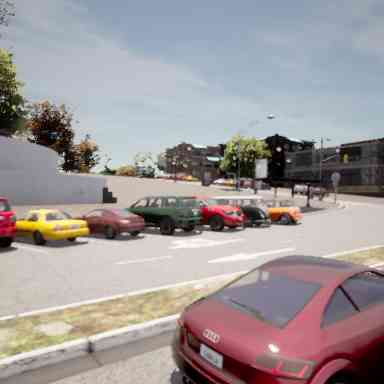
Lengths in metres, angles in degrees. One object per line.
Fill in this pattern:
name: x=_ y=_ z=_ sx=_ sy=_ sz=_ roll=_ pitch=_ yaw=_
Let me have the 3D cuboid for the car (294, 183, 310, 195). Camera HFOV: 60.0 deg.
car: x=18.649 y=-0.512 z=54.867 sx=2.435 sy=2.045 sz=5.566 roll=7 pitch=3 yaw=35

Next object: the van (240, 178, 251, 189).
van: x=11.676 y=-1.578 z=64.613 sx=1.878 sy=1.987 sz=4.442 roll=7 pitch=4 yaw=35

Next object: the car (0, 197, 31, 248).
car: x=-9.356 y=1.239 z=13.561 sx=5.566 sy=2.045 sz=2.435 roll=-1 pitch=0 yaw=35

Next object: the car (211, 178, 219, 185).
car: x=6.539 y=-2.131 z=72.135 sx=2.002 sy=1.452 sz=4.674 roll=7 pitch=4 yaw=35

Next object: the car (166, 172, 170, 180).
car: x=-3.959 y=-3.939 z=86.829 sx=2.185 sy=1.767 sz=4.553 roll=6 pitch=3 yaw=34

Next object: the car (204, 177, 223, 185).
car: x=4.796 y=-2.405 z=74.596 sx=2.002 sy=1.452 sz=4.674 roll=7 pitch=3 yaw=35

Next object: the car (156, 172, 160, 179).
car: x=-7.462 y=-4.452 z=91.645 sx=2.435 sy=2.045 sz=5.566 roll=1 pitch=-1 yaw=34

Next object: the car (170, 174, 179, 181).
car: x=-2.164 y=-3.788 z=84.363 sx=2.435 sy=2.045 sz=5.566 roll=7 pitch=4 yaw=34

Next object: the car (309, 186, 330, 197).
car: x=20.341 y=0.050 z=52.396 sx=2.002 sy=1.452 sz=4.674 roll=7 pitch=3 yaw=35

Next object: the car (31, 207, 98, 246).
car: x=-7.037 y=1.490 z=15.389 sx=5.366 sy=1.575 sz=1.946 roll=-1 pitch=-1 yaw=35

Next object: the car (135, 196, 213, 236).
car: x=-2.004 y=1.239 z=18.775 sx=5.566 sy=2.045 sz=2.435 roll=-1 pitch=-1 yaw=35

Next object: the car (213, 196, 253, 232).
car: x=0.510 y=1.239 z=20.480 sx=5.566 sy=2.045 sz=2.435 roll=-1 pitch=-1 yaw=35

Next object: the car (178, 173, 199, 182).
car: x=-0.312 y=-3.265 z=82.105 sx=1.946 sy=1.575 sz=5.366 roll=7 pitch=3 yaw=34

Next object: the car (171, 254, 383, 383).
car: x=1.821 y=1.564 z=4.411 sx=4.181 sy=1.385 sz=1.994 roll=0 pitch=0 yaw=-35

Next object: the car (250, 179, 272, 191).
car: x=13.436 y=-1.079 z=62.251 sx=2.231 sy=1.521 sz=4.892 roll=7 pitch=3 yaw=35

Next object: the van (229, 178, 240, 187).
van: x=9.946 y=-1.851 z=67.084 sx=1.878 sy=1.987 sz=4.442 roll=7 pitch=4 yaw=35

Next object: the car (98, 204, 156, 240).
car: x=-4.430 y=1.530 z=17.017 sx=4.674 sy=1.452 sz=2.002 roll=-1 pitch=-1 yaw=35

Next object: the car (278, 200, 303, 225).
car: x=5.457 y=1.365 z=23.902 sx=4.553 sy=1.767 sz=2.185 roll=-1 pitch=-1 yaw=35

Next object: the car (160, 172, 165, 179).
car: x=-5.689 y=-4.174 z=89.298 sx=2.185 sy=1.767 sz=4.553 roll=4 pitch=1 yaw=33

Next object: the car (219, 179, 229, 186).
car: x=8.371 y=-1.900 z=69.815 sx=1.946 sy=1.575 sz=5.366 roll=7 pitch=3 yaw=35

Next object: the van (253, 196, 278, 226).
van: x=3.048 y=1.263 z=22.151 sx=4.442 sy=1.987 sz=1.878 roll=-1 pitch=-1 yaw=35
